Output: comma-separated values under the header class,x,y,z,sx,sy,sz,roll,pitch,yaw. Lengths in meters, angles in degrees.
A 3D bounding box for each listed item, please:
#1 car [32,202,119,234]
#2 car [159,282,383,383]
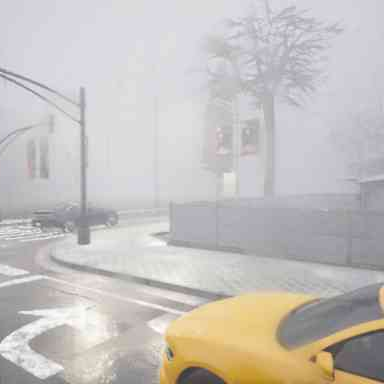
class,x,y,z,sx,sy,sz,roll,pitch,yaw
car,-5.998,1.273,17.719,2.128,1.511,4.902,-2,0,30
car,1.978,1.478,2.579,5.008,1.535,1.882,0,0,35
